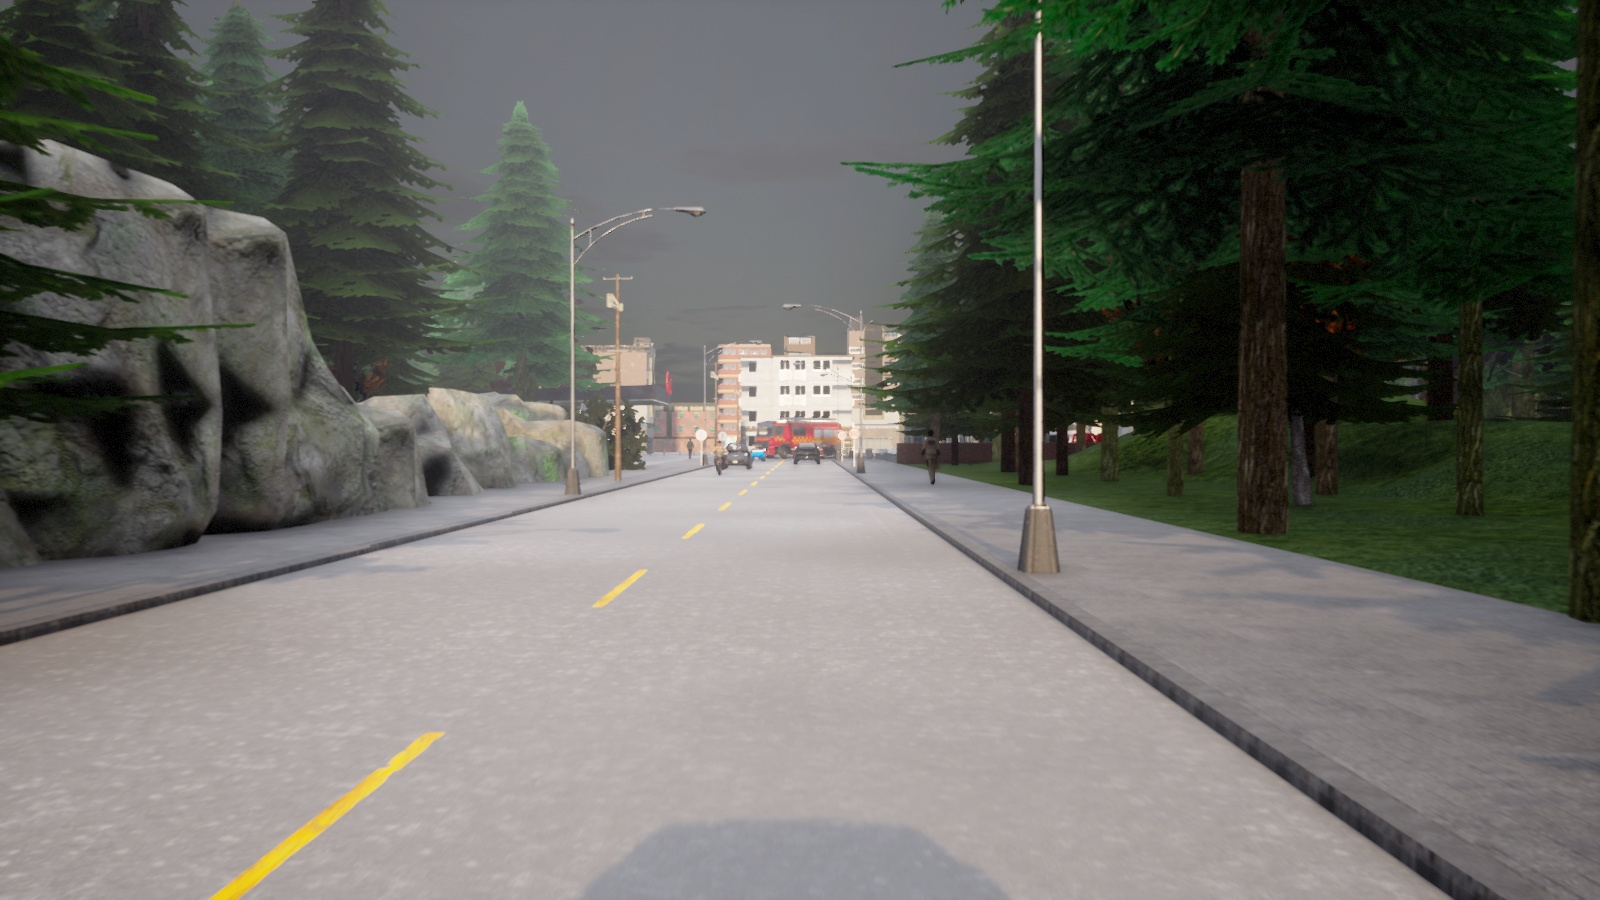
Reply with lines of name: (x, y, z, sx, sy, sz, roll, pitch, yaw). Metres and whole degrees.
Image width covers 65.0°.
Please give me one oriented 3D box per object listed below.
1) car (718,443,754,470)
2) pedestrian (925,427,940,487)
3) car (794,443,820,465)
car: (-3.585, 0.356, 70.921, 1.845, 1.501, 3.633, 0, 1, 0)
pedestrian: (4.343, 0.227, 41.269, 0.396, 1.930, 0.692, 0, 0, -2)
car: (0.494, 0.250, 88.979, 1.837, 1.490, 4.892, 0, 0, 0)
